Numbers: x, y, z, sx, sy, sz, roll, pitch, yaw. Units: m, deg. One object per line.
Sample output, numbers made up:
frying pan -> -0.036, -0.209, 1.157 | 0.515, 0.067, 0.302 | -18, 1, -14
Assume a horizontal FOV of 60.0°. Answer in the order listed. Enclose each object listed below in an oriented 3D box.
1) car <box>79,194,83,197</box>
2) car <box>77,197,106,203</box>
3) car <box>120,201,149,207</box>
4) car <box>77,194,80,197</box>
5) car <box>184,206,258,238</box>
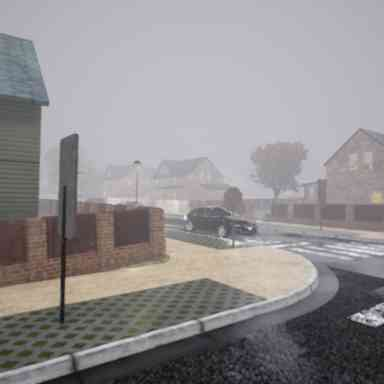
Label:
car -> -13.062, 1.494, 44.634 | 2.097, 1.767, 4.553 | 2, -1, -33
car -> -10.635, 1.602, 35.791 | 2.033, 1.411, 5.357 | 2, -1, -34
car -> -4.773, 1.525, 27.000 | 2.128, 1.511, 4.902 | 2, -1, -34
car -> -18.810, 1.373, 53.162 | 2.150, 2.045, 5.566 | 2, -1, -34
car -> 1.402, 1.514, 17.750 | 1.837, 1.490, 4.892 | 2, -2, -34
